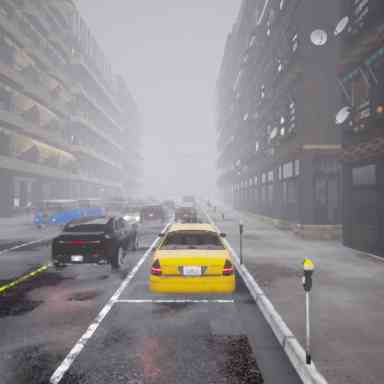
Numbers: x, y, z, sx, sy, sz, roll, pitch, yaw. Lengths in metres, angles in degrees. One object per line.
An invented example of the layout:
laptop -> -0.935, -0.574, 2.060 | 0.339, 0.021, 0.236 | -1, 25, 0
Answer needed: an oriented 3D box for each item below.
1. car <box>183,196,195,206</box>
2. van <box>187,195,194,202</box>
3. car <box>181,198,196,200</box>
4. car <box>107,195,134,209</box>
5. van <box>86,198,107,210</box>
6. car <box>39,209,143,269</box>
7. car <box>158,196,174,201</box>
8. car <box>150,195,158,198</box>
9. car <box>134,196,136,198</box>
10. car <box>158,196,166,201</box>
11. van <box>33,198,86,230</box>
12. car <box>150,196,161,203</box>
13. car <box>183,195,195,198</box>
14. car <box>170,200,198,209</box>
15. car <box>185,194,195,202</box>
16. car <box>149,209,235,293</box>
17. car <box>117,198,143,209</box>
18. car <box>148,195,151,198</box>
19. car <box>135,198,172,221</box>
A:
car -> -0.471, 1.553, 59.411 | 1.967, 1.590, 4.097 | 1, 0, 0
van -> -0.471, 1.576, 87.068 | 1.690, 1.788, 3.998 | 1, 0, 0
car -> -0.437, 1.582, 31.754 | 1.887, 1.381, 4.507 | 1, 0, 0
car -> -8.312, 1.366, 37.346 | 2.192, 1.841, 5.009 | 1, 0, 0
van -> -8.313, 1.368, 26.285 | 1.690, 1.788, 3.998 | 1, 0, 0
car -> -3.020, 1.511, 11.164 | 1.837, 1.490, 4.892 | 0, 0, 0
car -> -2.933, 1.589, 42.911 | 1.812, 1.442, 4.674 | 0, 0, 0
car -> -8.315, 1.471, 70.528 | 2.192, 1.841, 5.009 | 1, 0, 0
car -> -8.312, 1.379, 42.876 | 2.192, 1.841, 5.009 | 1, 0, 0
car -> -8.323, 1.847, 92.652 | 1.802, 1.307, 4.206 | 1, 0, 0
van -> -8.312, 1.359, 20.753 | 1.690, 1.788, 3.998 | 2, 0, 0
car -> -8.321, 1.725, 76.059 | 1.887, 1.381, 4.507 | 1, 0, 0
car -> -0.428, 1.490, 37.286 | 1.967, 1.590, 4.097 | 1, 0, 0
car -> -0.437, 1.572, 26.224 | 1.887, 1.381, 4.507 | 1, 0, 0
car -> -0.470, 1.521, 81.536 | 2.192, 1.841, 5.009 | 1, 0, 0
car -> 0.004, 1.462, 8.843 | 1.801, 1.575, 5.366 | 0, 0, 0
car -> -5.858, 1.606, 33.742 | 1.994, 1.385, 4.181 | 0, 0, 0
car -> -8.319, 1.660, 53.938 | 1.947, 1.339, 4.313 | 1, 0, 0
car -> -2.937, 1.505, 26.407 | 1.882, 1.535, 5.008 | 0, 0, 0
